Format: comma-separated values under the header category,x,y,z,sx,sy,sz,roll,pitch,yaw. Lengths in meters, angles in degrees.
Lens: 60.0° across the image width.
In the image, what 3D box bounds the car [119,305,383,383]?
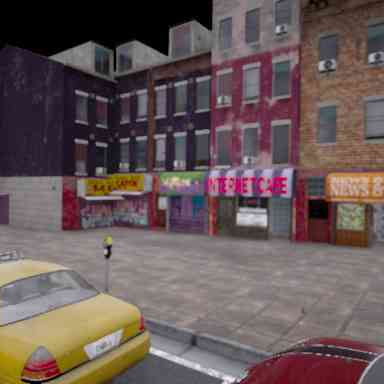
category,x,y,z,sx,sy,sz,roll,pitch,yaw
car,1.859,1.438,1.466,4.097,1.590,1.967,0,1,35

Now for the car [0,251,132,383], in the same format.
category,x,y,z,sx,sy,sz,roll,pitch,yaw
car,-2.789,1.541,4.768,4.829,1.417,1.752,0,1,35
